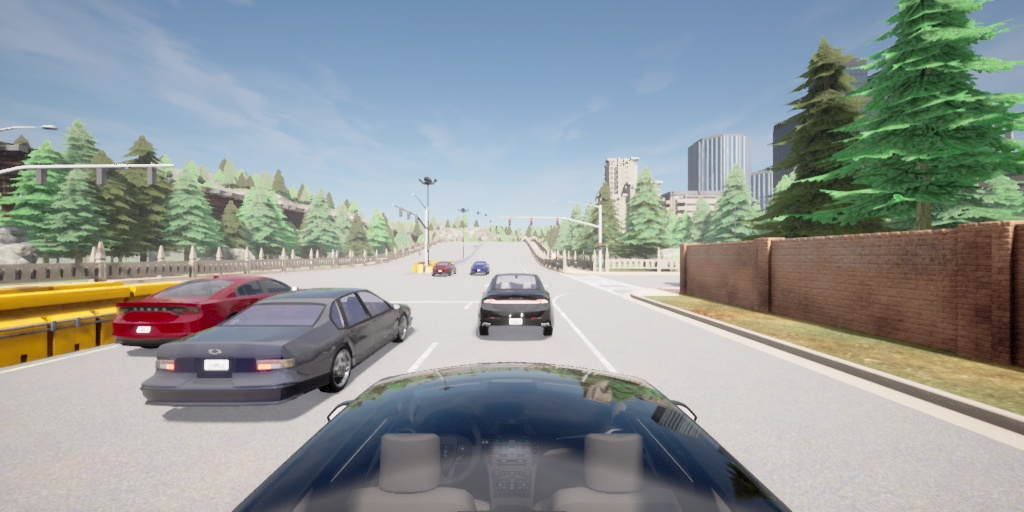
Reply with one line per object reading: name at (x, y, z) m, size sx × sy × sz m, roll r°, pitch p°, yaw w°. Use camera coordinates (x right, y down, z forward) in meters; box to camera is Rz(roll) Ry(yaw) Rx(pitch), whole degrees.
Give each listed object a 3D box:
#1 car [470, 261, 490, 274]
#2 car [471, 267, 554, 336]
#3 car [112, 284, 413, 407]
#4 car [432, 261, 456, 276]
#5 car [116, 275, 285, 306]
car at (-3.408, 1.267, 38.955) m, size 1.812 × 1.442 × 4.674 m, roll 0°, pitch 0°, yaw 0°
car at (0.127, 1.239, 10.377) m, size 2.128 × 1.511 × 4.902 m, roll 0°, pitch 0°, yaw 1°
car at (-3.400, 1.296, 6.629) m, size 2.033 × 1.411 × 5.357 m, roll 0°, pitch 0°, yaw 0°
car at (-6.905, 1.267, 36.765) m, size 1.812 × 1.442 × 4.674 m, roll 0°, pitch 0°, yaw 0°
car at (-6.901, 1.226, 9.192) m, size 1.882 × 1.535 × 5.008 m, roll 0°, pitch 0°, yaw 0°
